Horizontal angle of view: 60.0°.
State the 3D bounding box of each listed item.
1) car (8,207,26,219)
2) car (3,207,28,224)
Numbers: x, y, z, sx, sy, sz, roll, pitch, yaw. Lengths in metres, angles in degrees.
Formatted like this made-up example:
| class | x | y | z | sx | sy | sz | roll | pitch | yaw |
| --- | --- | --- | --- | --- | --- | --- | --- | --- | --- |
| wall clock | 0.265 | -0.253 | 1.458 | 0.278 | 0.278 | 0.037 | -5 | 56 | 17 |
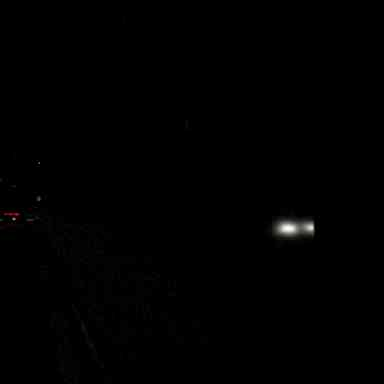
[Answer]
| class | x | y | z | sx | sy | sz | roll | pitch | yaw |
| --- | --- | --- | --- | --- | --- | --- | --- | --- | --- |
| car | -22.184 | 2.588 | 42.171 | 1.895 | 1.301 | 4.718 | 1 | -2 | -26 |
| car | -17.458 | 2.268 | 32.831 | 1.837 | 1.490 | 4.892 | 1 | -1 | -26 |
